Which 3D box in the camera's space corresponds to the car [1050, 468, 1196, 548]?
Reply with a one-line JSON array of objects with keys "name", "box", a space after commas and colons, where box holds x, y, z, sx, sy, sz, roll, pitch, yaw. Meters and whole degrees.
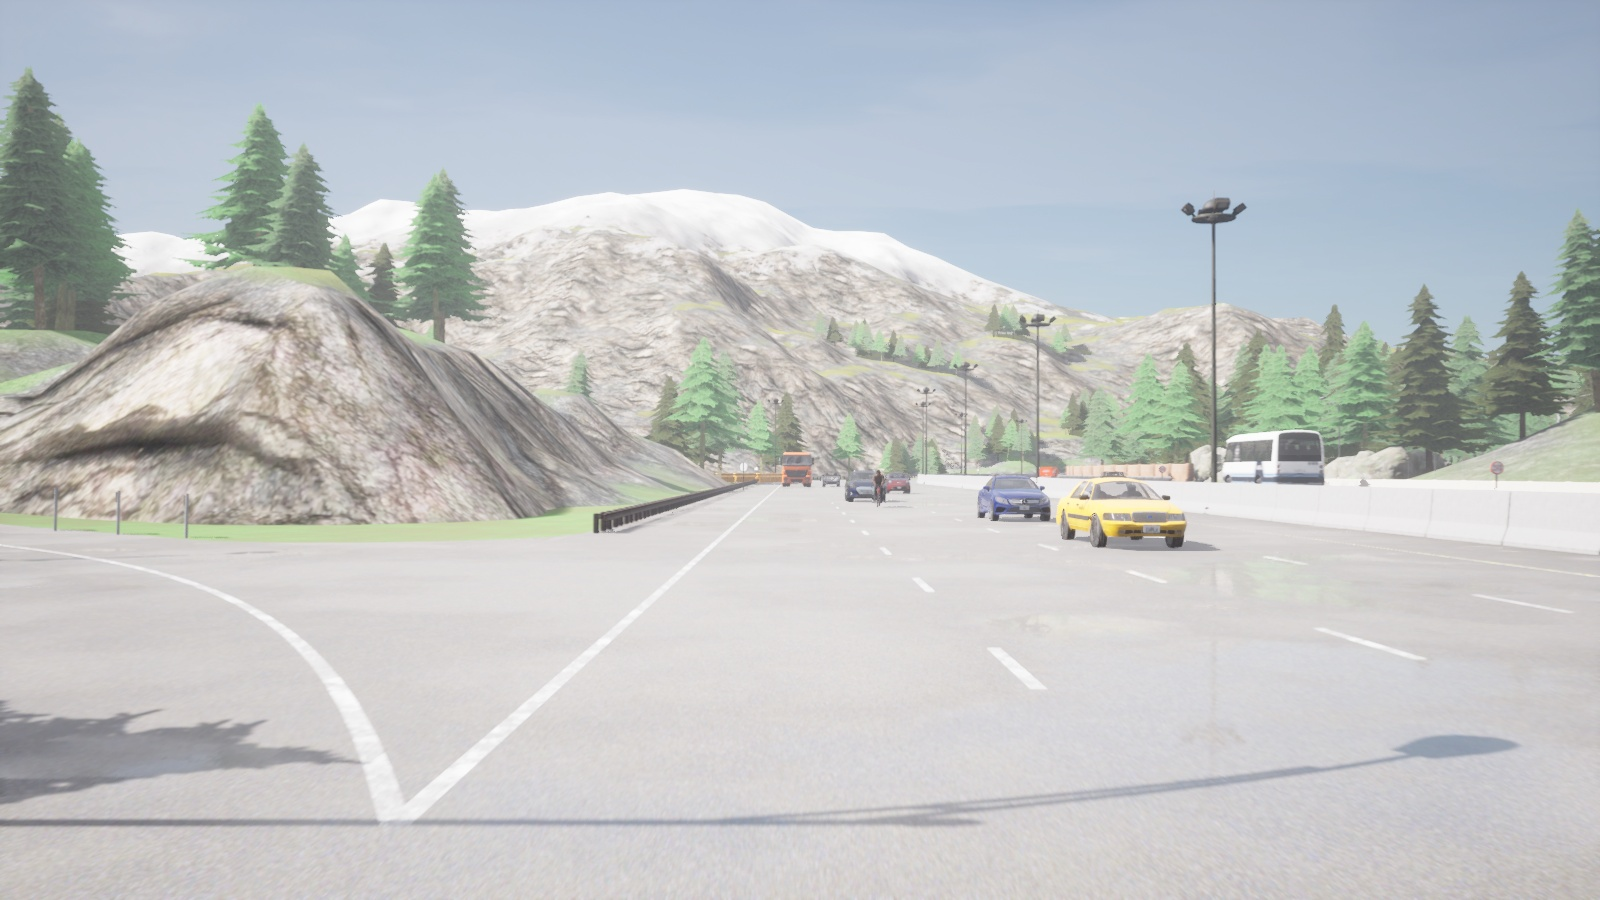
[{"name": "car", "box": [6.933, 1.188, 27.595, 1.801, 1.575, 5.366, 0, -1, 0]}]

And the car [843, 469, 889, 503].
[{"name": "car", "box": [3.349, 1.811, 64.513, 2.033, 1.649, 4.856, 0, -1, 0]}]

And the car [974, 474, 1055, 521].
[{"name": "car", "box": [6.899, 1.497, 40.858, 1.812, 1.442, 4.674, 0, -1, 0]}]

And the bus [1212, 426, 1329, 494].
[{"name": "bus", "box": [31.291, 0.721, 84.120, 3.944, 4.253, 10.273, 0, -1, 0]}]

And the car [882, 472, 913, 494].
[{"name": "car", "box": [6.789, 2.265, 87.353, 1.845, 1.501, 3.633, 0, -1, 0]}]
